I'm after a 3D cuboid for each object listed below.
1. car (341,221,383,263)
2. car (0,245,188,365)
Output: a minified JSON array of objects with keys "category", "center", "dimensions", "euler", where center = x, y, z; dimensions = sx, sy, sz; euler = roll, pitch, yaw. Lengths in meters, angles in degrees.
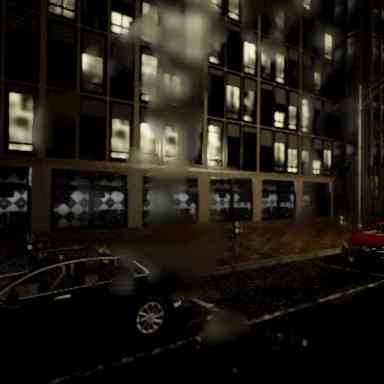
[{"category":"car","center":[6.900,1.687,11.474],"dimensions":[4.206,1.307,1.802],"euler":[1,0,-35]},{"category":"car","center":[-2.121,1.560,5.042],"dimensions":[4.403,1.369,2.008],"euler":[1,0,-35]}]
